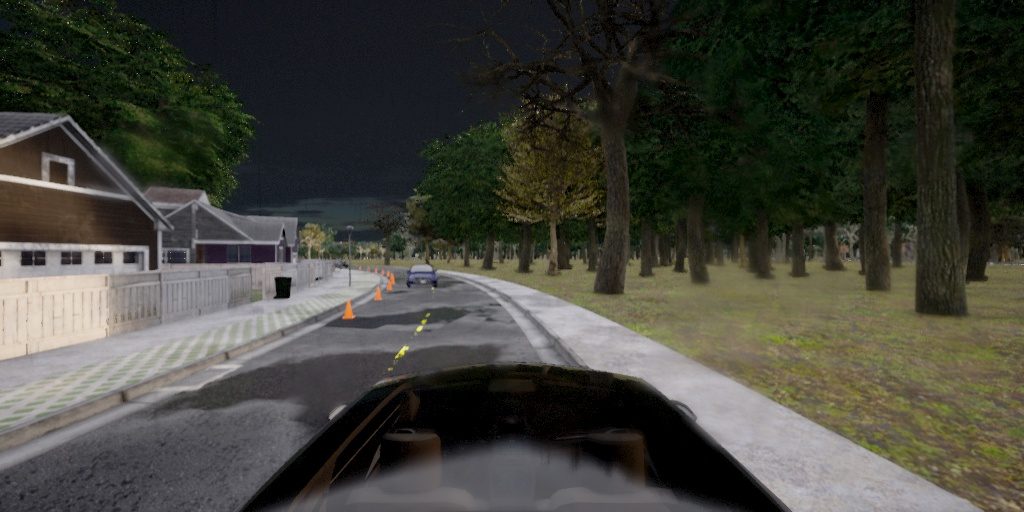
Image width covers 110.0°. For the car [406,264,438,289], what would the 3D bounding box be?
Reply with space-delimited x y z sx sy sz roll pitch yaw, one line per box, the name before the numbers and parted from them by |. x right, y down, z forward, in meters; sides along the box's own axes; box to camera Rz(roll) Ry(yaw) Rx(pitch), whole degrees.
car | -5.928 1.260 23.534 1.812 1.442 4.674 0 0 -16

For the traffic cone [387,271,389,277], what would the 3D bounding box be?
traffic cone | -10.153 1.693 30.316 0.340 0.580 0.340 0 0 -21

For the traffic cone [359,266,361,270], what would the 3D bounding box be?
traffic cone | -21.815 1.720 51.573 0.340 0.580 0.340 0 0 -37

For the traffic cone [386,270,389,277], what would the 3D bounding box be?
traffic cone | -12.012 1.695 34.810 0.340 0.580 0.340 0 0 -24

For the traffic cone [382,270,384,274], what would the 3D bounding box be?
traffic cone | -14.115 1.698 39.196 0.340 0.580 0.340 0 0 -27

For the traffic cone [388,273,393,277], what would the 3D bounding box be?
traffic cone | -8.543 1.692 25.727 0.340 0.580 0.340 0 0 -18

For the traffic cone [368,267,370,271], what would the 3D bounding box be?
traffic cone | -19.024 1.711 47.591 0.340 0.580 0.340 0 0 -33

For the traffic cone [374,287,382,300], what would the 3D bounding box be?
traffic cone | -6.088 1.689 16.317 0.340 0.580 0.340 0 0 -11

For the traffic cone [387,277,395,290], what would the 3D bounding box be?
traffic cone | -7.187 1.690 21.055 0.340 0.580 0.340 0 0 -15

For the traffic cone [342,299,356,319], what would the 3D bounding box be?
traffic cone | -5.251 1.692 11.526 0.340 0.580 0.340 0 0 -8

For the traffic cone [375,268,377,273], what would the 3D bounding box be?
traffic cone | -16.454 1.704 43.460 0.340 0.580 0.340 0 0 -30
